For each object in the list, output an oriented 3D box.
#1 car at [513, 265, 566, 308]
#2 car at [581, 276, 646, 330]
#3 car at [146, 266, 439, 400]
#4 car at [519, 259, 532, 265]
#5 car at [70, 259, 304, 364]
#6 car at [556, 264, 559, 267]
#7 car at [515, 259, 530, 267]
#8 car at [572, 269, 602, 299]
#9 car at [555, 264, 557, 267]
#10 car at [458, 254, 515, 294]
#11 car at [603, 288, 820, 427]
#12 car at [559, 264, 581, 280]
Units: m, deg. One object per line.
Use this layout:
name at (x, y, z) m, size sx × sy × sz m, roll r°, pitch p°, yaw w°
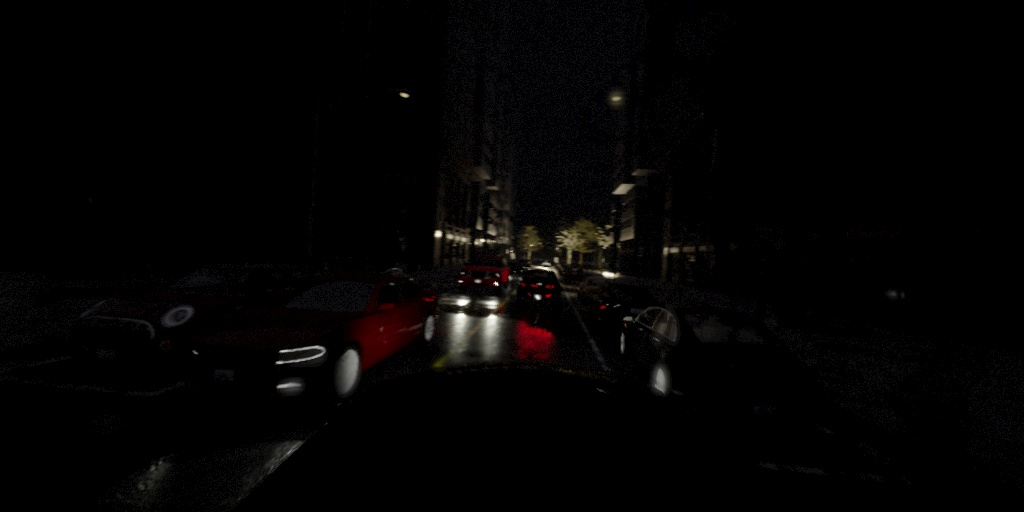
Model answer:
car at (1.268, 1.369, 16.375) m, size 1.837 × 1.490 × 4.892 m, roll 4°, pitch 0°, yaw 6°
car at (3.531, 1.555, 11.754) m, size 1.948 × 1.339 × 4.313 m, roll 0°, pitch 0°, yaw 6°
car at (-2.844, 1.058, 6.419) m, size 1.882 × 1.535 × 5.008 m, roll 4°, pitch 0°, yaw 7°
car at (1.930, 1.205, 52.684) m, size 1.837 × 1.490 × 4.892 m, roll 4°, pitch 0°, yaw 6°
car at (-5.500, 0.859, 6.999) m, size 1.967 × 1.591 × 4.097 m, roll 0°, pitch 0°, yaw 6°
car at (6.930, 1.941, 45.593) m, size 1.802 × 1.307 × 4.207 m, roll 0°, pitch 0°, yaw 6°
car at (0.514, 1.426, 39.003) m, size 1.837 × 1.490 × 4.892 m, roll 4°, pitch -1°, yaw 6°
car at (4.115, 1.567, 17.561) m, size 1.751 × 1.417 × 4.829 m, roll 0°, pitch 0°, yaw 6°
car at (7.496, 1.979, 51.234) m, size 2.007 × 1.370 × 4.403 m, roll 0°, pitch 0°, yaw 6°
car at (-1.400, 0.933, 20.569) m, size 2.150 × 2.045 × 5.566 m, roll 4°, pitch 0°, yaw 6°
car at (2.963, 1.491, 6.113) m, size 2.007 × 1.370 × 4.403 m, roll 0°, pitch 0°, yaw 6°
car at (5.798, 1.662, 34.312) m, size 1.967 × 1.591 × 4.097 m, roll 0°, pitch 0°, yaw 6°
